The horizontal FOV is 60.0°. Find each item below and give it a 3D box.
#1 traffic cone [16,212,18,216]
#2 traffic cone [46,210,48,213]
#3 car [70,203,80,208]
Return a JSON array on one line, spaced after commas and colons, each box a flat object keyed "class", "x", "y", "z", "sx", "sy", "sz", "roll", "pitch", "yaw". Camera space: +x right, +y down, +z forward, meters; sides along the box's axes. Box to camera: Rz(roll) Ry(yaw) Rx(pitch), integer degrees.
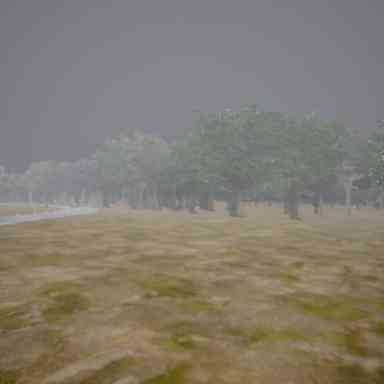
[{"class": "traffic cone", "x": -21.899, "y": 2.709, "z": 41.656, "sx": 0.340, "sy": 0.580, "sz": 0.340, "roll": 0, "pitch": -2, "yaw": 0}, {"class": "traffic cone", "x": -22.422, "y": 2.974, "z": 51.353, "sx": 0.340, "sy": 0.580, "sz": 0.340, "roll": 0, "pitch": -2, "yaw": -6}, {"class": "car", "x": -29.273, "y": 3.376, "z": 83.081, "sx": 2.033, "sy": 1.411, "sz": 5.357, "roll": 1, "pitch": -2, "yaw": -25}]
